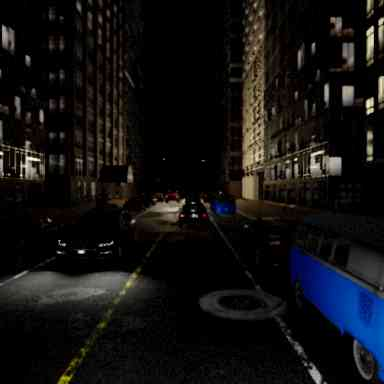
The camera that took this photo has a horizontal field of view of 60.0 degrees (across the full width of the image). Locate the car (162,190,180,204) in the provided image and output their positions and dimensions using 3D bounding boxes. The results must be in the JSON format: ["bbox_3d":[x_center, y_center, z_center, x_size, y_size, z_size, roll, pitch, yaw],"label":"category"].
[{"bbox_3d":[-3.072,0.775,53.007,2.150,2.045,5.566,0,1,0],"label":"car"}]

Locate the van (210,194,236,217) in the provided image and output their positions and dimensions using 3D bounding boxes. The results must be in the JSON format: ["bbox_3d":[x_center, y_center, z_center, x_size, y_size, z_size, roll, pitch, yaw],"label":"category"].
[{"bbox_3d":[2.690,1.114,27.795,1.690,1.788,3.998,0,0,0],"label":"van"}]

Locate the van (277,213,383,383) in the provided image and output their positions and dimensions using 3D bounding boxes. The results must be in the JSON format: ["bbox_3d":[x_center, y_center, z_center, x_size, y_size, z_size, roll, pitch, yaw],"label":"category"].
[{"bbox_3d":[2.689,1.301,5.003,1.690,1.788,3.998,0,0,0],"label":"van"}]

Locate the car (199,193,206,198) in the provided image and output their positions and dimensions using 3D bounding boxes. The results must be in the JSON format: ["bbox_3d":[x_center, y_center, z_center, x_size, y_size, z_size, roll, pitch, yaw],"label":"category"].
[{"bbox_3d":[2.692,0.849,84.777,1.802,1.307,4.206,0,1,0],"label":"car"}]

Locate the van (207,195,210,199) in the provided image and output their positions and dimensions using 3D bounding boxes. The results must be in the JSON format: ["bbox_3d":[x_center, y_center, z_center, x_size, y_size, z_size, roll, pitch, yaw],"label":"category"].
[{"bbox_3d":[2.690,1.066,33.494,1.690,1.788,3.998,0,0,0],"label":"van"}]

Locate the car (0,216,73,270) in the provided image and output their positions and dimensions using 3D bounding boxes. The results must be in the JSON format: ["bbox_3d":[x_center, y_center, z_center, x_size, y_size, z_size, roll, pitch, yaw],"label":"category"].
[{"bbox_3d":[-5.691,1.479,10.704,1.947,1.339,4.313,0,0,0],"label":"car"}]

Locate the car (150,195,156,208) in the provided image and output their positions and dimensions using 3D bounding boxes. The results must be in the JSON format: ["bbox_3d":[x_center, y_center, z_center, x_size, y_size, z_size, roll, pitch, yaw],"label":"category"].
[{"bbox_3d":[-5.690,1.258,39.196,1.802,1.307,4.206,0,0,0],"label":"car"}]

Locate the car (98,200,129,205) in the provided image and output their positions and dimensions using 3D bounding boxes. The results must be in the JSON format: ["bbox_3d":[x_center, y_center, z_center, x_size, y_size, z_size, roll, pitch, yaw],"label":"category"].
[{"bbox_3d":[-5.691,1.401,22.100,1.802,1.307,4.206,0,0,0],"label":"car"}]

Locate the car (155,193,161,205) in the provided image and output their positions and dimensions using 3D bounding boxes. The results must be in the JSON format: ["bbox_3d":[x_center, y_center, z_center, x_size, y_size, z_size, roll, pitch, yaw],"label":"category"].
[{"bbox_3d":[-5.690,1.177,44.893,2.008,1.369,4.403,0,1,0],"label":"car"}]

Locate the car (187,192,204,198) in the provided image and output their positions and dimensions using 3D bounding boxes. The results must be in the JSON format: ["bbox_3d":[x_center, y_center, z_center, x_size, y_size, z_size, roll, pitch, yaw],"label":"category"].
[{"bbox_3d":[0.102,1.148,39.875,1.882,1.535,5.008,0,0,0],"label":"car"}]

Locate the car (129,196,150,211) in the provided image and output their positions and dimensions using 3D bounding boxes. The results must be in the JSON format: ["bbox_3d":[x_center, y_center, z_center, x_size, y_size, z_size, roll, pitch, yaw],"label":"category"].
[{"bbox_3d":[-5.691,1.269,33.497,1.887,1.381,4.507,0,0,0],"label":"car"}]

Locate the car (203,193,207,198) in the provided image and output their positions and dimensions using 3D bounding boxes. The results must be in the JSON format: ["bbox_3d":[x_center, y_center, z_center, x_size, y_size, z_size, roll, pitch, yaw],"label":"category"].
[{"bbox_3d":[2.691,1.141,50.591,1.947,1.339,4.313,0,1,0],"label":"car"}]

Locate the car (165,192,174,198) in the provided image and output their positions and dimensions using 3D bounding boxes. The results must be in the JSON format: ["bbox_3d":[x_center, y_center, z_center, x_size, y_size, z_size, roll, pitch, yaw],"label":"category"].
[{"bbox_3d":[-5.689,0.817,84.778,2.008,1.369,4.403,0,1,0],"label":"car"}]

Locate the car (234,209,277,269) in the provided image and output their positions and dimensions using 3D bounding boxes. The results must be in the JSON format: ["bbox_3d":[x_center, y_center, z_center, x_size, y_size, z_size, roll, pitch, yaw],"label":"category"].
[{"bbox_3d":[2.690,1.458,10.702,1.887,1.381,4.507,0,0,0],"label":"car"}]

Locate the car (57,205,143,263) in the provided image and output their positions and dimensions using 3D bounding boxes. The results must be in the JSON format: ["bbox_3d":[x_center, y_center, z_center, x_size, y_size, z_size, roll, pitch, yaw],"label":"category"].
[{"bbox_3d":[-3.099,1.410,11.737,1.837,1.490,4.892,0,0,0],"label":"car"}]

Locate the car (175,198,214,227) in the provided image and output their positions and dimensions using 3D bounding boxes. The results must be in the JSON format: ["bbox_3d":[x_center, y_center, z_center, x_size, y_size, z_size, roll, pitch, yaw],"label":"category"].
[{"bbox_3d":[0.101,1.374,21.298,2.033,1.411,5.357,0,0,0],"label":"car"}]
